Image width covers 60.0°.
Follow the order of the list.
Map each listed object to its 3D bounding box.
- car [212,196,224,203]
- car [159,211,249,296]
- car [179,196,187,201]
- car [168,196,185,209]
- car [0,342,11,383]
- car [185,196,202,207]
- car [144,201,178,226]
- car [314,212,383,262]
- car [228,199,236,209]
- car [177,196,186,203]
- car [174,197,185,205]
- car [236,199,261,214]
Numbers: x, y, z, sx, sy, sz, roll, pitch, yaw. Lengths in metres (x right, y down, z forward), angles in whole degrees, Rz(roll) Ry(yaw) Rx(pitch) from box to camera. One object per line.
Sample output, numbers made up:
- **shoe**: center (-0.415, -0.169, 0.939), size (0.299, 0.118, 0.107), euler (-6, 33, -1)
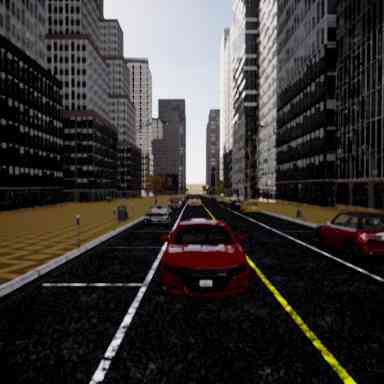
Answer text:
- **car**: center (6.102, 1.617, 74.330), size (1.752, 1.417, 4.829), euler (-1, 0, 0)
- **car**: center (0.267, 1.484, 8.886), size (1.882, 1.535, 5.008), euler (0, 0, 0)
- **car**: center (-2.268, 1.664, 85.418), size (2.008, 1.369, 4.403), euler (-1, 0, 0)
- **car**: center (-2.305, 1.487, 46.043), size (1.967, 1.590, 4.097), euler (-1, 0, 0)
- **car**: center (-2.343, 1.552, 1.043), size (2.008, 1.369, 4.403), euler (-1, 0, 0)
- **car**: center (0.405, 1.407, 51.665), size (2.097, 1.767, 4.553), euler (0, 0, 0)
- **car**: center (-2.323, 1.571, 23.543), size (2.008, 1.369, 4.403), euler (-1, 0, 0)
- **car**: center (6.045, 1.449, 12.286), size (1.967, 1.590, 4.097), euler (-1, 0, 0)
- **car**: center (6.078, 1.613, 46.035), size (1.947, 1.339, 4.313), euler (-1, 0, 0)
- **car**: center (-2.278, 1.674, 74.167), size (1.802, 1.307, 4.206), euler (-1, 0, 0)
- **car**: center (-2.288, 1.617, 62.918), size (1.887, 1.381, 4.507), euler (-1, 0, 0)
- **car**: center (6.067, 1.558, 34.957), size (1.752, 1.417, 4.829), euler (-1, 0, 0)
